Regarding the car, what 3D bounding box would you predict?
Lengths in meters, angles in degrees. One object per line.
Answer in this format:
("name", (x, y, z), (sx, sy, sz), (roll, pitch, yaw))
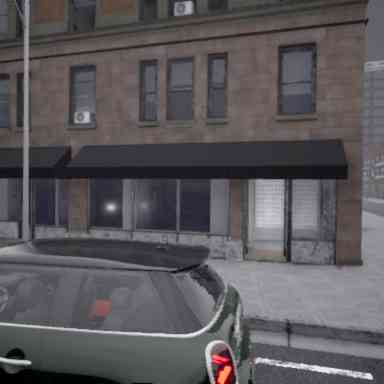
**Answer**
("car", (-1.644, 1.300, 3.532), (4.553, 1.767, 2.097), (1, 1, 11))
